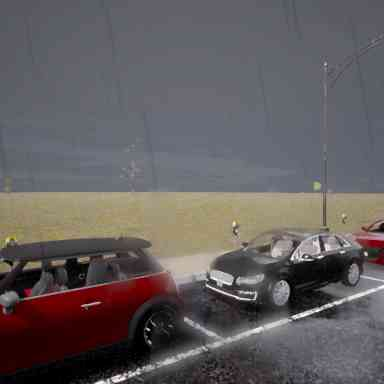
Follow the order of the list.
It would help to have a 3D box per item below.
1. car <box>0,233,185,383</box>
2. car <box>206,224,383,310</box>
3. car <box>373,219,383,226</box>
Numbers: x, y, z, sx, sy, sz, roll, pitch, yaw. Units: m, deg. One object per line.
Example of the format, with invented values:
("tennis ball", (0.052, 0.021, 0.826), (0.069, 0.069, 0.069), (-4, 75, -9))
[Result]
("car", (-2.186, 1.440, 4.528), (4.097, 1.590, 1.967), (0, 1, -36))
("car", (2.317, 1.552, 7.749), (4.403, 1.369, 2.008), (0, 1, -36))
("car", (6.821, 1.548, 10.969), (4.507, 1.381, 1.887), (0, 1, -36))
